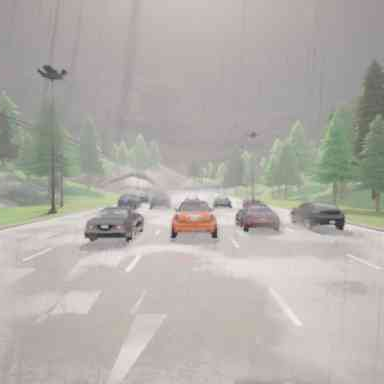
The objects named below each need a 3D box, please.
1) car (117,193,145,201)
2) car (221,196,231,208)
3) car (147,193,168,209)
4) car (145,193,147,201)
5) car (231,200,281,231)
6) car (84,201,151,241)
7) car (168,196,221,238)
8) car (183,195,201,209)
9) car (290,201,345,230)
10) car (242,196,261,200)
[{"bbox_3d":[-6.984,0.932,37.217,2.097,1.767,4.553,0,1,0],"label":"car"},{"bbox_3d":[3.534,1.121,39.286,1.994,1.385,4.181,0,1,1],"label":"car"},{"bbox_3d":[-3.480,0.926,37.690,2.097,1.767,4.553,0,1,0],"label":"car"},{"bbox_3d":[-6.965,0.958,48.679,1.837,1.490,4.892,0,1,0],"label":"car"},{"bbox_3d":[3.608,1.349,18.829,1.994,1.385,4.181,0,1,0],"label":"car"},{"bbox_3d":[-3.392,1.372,15.449,2.033,1.411,5.357,0,1,0],"label":"car"},{"bbox_3d":[0.107,1.164,16.686,2.097,1.767,4.553,0,1,0],"label":"car"},{"bbox_3d":[0.033,1.122,39.187,1.994,1.385,4.181,0,1,1],"label":"car"},{"bbox_3d":[7.109,1.284,19.261,1.837,1.490,4.892,0,0,0],"label":"car"},{"bbox_3d":[7.033,1.158,39.177,1.895,1.301,4.718,0,1,0],"label":"car"}]
